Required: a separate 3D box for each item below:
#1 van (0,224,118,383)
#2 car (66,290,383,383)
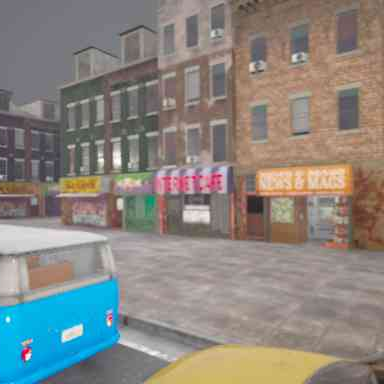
[{"bbox_3d":[-2.875,1.397,4.879,3.998,1.788,1.690,-1,-1,35],"label":"van"},{"bbox_3d":[1.595,1.521,1.689,4.829,1.417,1.752,-1,-1,35],"label":"car"}]
